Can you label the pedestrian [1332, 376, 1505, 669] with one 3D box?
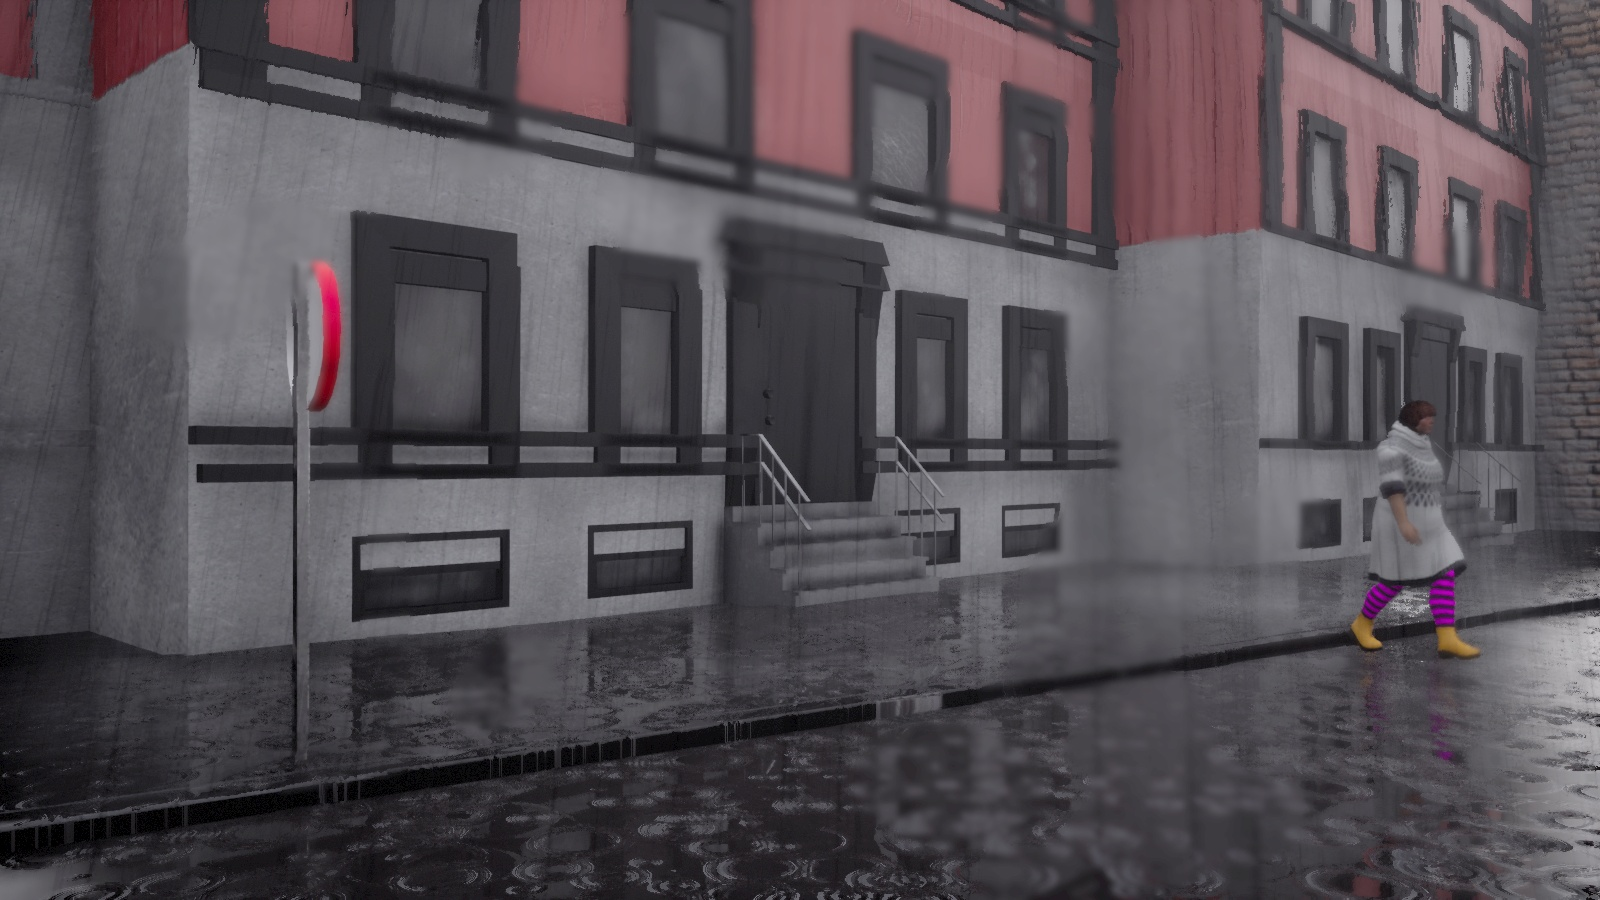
[{"bbox_3d":[4.362,0.483,8.884,0.659,1.952,0.873,0,0,-30],"label":"pedestrian"}]
